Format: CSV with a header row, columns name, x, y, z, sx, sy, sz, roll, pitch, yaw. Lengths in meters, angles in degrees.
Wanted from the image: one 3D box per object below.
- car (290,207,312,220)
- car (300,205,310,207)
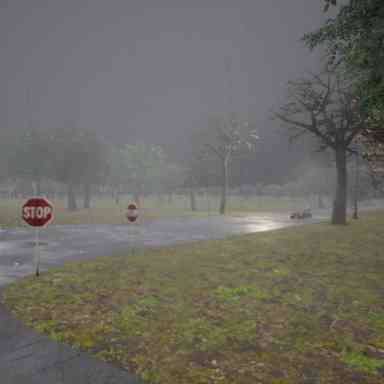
name,x,y,z,sx,sy,sz,roll,pitch,yaw
car,15.619,3.245,47.366,1.895,1.301,4.718,1,-1,35
car,23.767,3.535,70.679,2.097,1.767,4.553,1,-1,36
